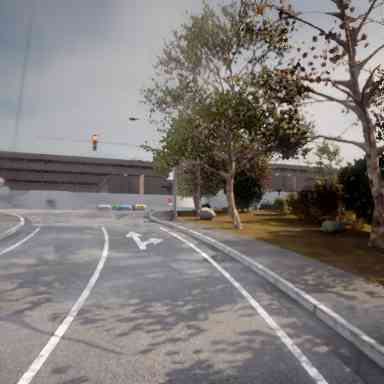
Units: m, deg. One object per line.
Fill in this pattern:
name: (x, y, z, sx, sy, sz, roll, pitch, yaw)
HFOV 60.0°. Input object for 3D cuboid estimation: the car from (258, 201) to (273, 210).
car: (13.657, 2.311, 55.233, 4.553, 1.767, 2.097, 1, -6, -23)

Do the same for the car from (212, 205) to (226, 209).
car: (3.889, 3.915, 69.201, 1.946, 1.575, 5.366, 5, -8, -42)

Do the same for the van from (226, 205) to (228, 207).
van: (6.593, 3.768, 70.417, 1.878, 1.987, 4.442, 5, -8, -42)

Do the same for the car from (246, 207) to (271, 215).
car: (14.779, 4.213, 73.901, 2.231, 1.521, 4.892, 4, -8, -42)

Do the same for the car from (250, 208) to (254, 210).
car: (11.896, 4.154, 72.899, 1.946, 1.575, 5.366, 4, -8, -42)
